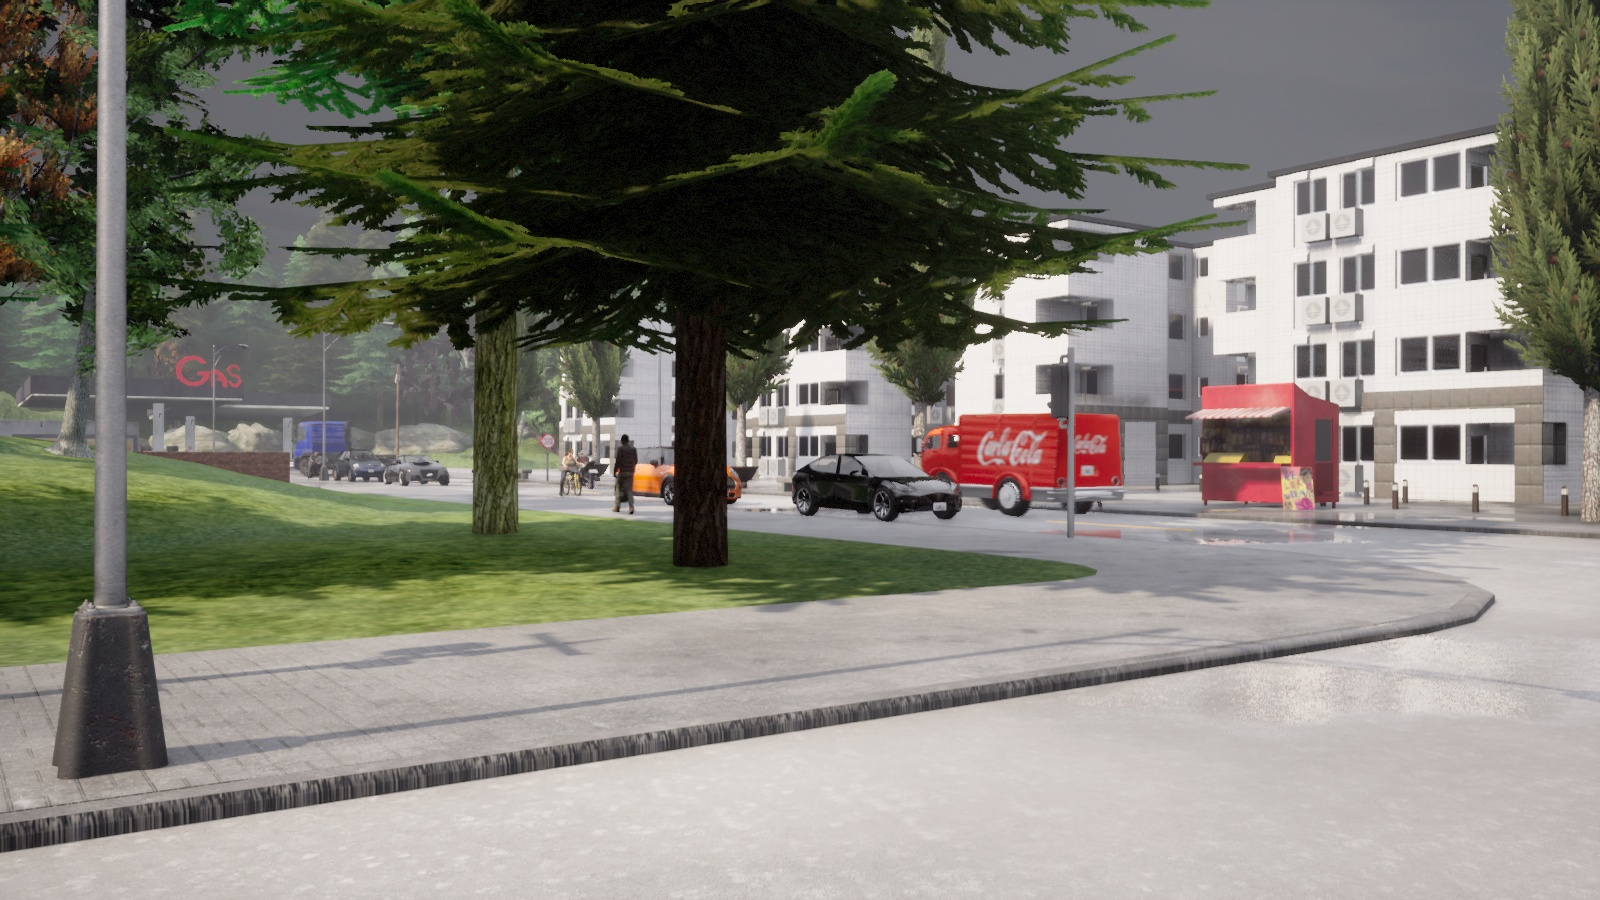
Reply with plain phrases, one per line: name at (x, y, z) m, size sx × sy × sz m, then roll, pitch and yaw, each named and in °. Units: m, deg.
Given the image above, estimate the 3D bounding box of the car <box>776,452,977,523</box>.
car at (1.658, 0.804, 29.066) m, size 2.163 × 1.488 × 4.792 m, roll 0°, pitch 0°, yaw -34°

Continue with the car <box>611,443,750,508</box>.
car at (-3.555, 0.692, 36.530) m, size 2.097 × 1.767 × 4.553 m, roll 0°, pitch 0°, yaw -34°

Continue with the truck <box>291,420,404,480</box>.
truck at (-27.528, 0.000, 76.165) m, size 7.936 × 3.462 × 2.891 m, roll 0°, pitch 0°, yaw 41°

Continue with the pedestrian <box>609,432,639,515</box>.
pedestrian at (-3.961, 0.526, 28.170) m, size 0.431 × 1.840 × 0.703 m, roll 0°, pitch 0°, yaw -30°

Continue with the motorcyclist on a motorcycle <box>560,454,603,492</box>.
motorcyclist on a motorcycle at (-8.927, 0.914, 51.270) m, size 0.866 × 1.530 × 2.191 m, roll 0°, pitch 0°, yaw -35°

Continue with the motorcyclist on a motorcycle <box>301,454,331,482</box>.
motorcyclist on a motorcycle at (-27.147, 1.002, 70.442) m, size 0.866 × 1.530 × 2.191 m, roll 0°, pitch -1°, yaw -42°

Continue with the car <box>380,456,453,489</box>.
car at (-17.189, 0.974, 56.164) m, size 1.994 × 1.385 × 4.181 m, roll 0°, pitch 0°, yaw -34°

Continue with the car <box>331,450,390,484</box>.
car at (-22.222, 0.837, 63.405) m, size 1.851 × 1.617 × 3.988 m, roll 0°, pitch 0°, yaw -35°

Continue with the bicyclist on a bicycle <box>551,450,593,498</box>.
bicyclist on a bicycle at (-7.725, 0.793, 42.541) m, size 0.866 × 1.612 × 1.509 m, roll 0°, pitch 0°, yaw -34°

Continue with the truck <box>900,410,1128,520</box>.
truck at (5.157, 0.321, 31.016) m, size 2.627 × 2.467 × 5.204 m, roll 0°, pitch 0°, yaw -35°
